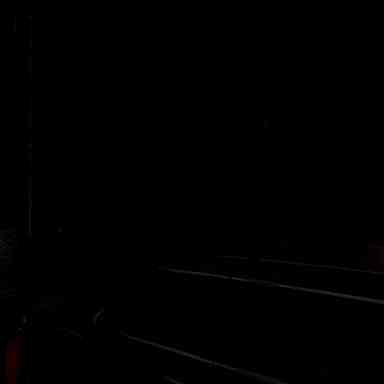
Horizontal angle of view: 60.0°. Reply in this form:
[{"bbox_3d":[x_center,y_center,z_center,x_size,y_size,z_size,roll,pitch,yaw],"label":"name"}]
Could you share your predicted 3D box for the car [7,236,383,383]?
[{"bbox_3d":[0.573,1.315,2.666,5.009,1.841,2.192,0,0,35],"label":"car"}]
